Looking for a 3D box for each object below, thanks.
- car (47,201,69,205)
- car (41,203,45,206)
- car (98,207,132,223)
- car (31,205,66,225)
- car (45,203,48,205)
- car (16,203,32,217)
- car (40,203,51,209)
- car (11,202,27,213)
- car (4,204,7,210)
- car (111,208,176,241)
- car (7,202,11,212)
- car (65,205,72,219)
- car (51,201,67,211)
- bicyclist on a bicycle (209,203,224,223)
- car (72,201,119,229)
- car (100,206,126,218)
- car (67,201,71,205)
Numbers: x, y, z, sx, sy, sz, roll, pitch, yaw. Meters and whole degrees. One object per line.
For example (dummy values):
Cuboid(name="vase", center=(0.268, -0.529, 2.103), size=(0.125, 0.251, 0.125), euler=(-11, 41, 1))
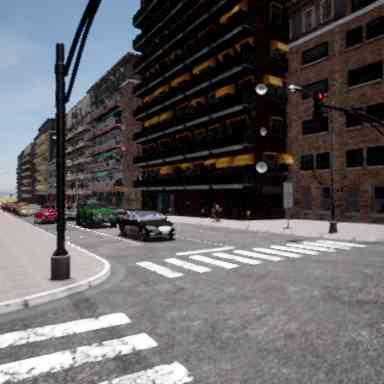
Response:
Cuboid(name="car", center=(-23.259, 2.820, 57.572), size=(1.812, 1.442, 4.674), euler=(0, -1, -33))
Cuboid(name="car", center=(-34.120, 3.338, 79.396), size=(1.887, 1.381, 4.507), euler=(-1, 0, -32))
Cuboid(name="car", center=(-7.681, 2.243, 33.033), size=(1.994, 1.385, 4.181), euler=(0, -1, -32))
Cuboid(name="car", center=(-13.799, 2.284, 31.849), size=(1.887, 1.381, 4.507), euler=(-1, -1, -32))
Cuboid(name="car", center=(-31.083, 3.243, 74.615), size=(1.947, 1.339, 4.313), euler=(-1, 0, -32))
Cuboid(name="car", center=(-22.820, 2.621, 46.044), size=(1.752, 1.417, 4.829), euler=(-1, -1, -32))
Cuboid(name="car", center=(-37.152, 3.475, 84.178), size=(1.947, 1.339, 4.313), euler=(-1, 0, -32))
Cuboid(name="car", center=(-25.954, 2.534, 50.970), size=(2.192, 1.841, 5.009), euler=(-1, -1, -32))
Cuboid(name="car", center=(-35.065, 2.890, 65.310), size=(2.192, 1.841, 5.009), euler=(-1, -1, -32))
Cuboid(name="car", center=(-2.672, 1.869, 19.187), size=(2.128, 1.511, 4.902), euler=(0, -1, -32))
Cuboid(name="car", center=(-32.022, 3.002, 60.529), size=(1.887, 1.381, 4.507), euler=(-1, -1, -32))
Cuboid(name="car", center=(-13.277, 2.401, 35.900), size=(1.895, 1.301, 4.718), euler=(0, -1, -32))
Cuboid(name="car", center=(-28.053, 2.875, 69.838), size=(2.192, 1.841, 5.009), euler=(-1, 0, -32))
Cuboid(name="bicyclist on a bicycle", center=(2.056, 1.766, 28.019), size=(1.656, 1.620, 0.582), euler=(0, -1, -32))
Cuboid(name="car", center=(-7.964, 1.811, 27.519), size=(2.150, 2.045, 5.566), euler=(0, -1, -32))
Cuboid(name="car", center=(-9.823, 2.426, 41.156), size=(1.802, 1.307, 4.206), euler=(-1, 0, -32))
Cuboid(name="car", center=(-25.015, 2.757, 65.057), size=(2.192, 1.841, 5.009), euler=(-1, 0, -32))
